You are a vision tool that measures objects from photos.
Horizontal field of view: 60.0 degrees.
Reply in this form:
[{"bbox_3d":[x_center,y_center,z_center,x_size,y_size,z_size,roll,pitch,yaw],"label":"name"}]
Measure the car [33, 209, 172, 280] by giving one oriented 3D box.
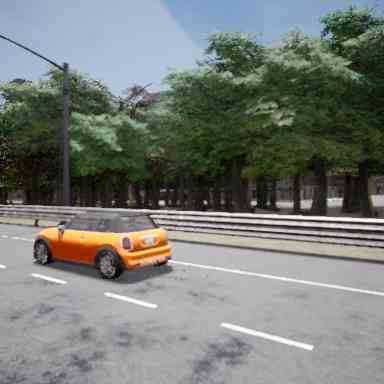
[{"bbox_3d":[-2.872,1.366,10.220,4.553,1.767,2.097,0,0,36],"label":"car"}]
